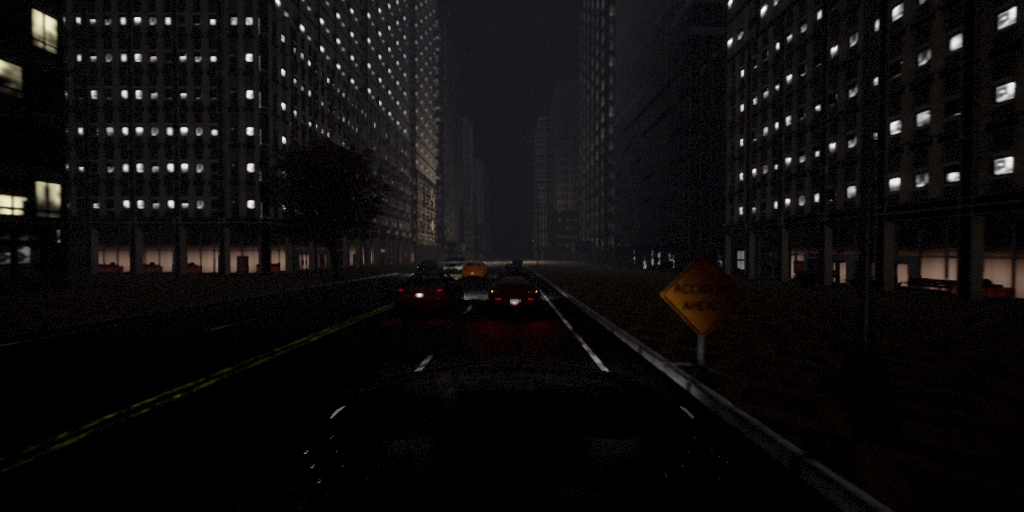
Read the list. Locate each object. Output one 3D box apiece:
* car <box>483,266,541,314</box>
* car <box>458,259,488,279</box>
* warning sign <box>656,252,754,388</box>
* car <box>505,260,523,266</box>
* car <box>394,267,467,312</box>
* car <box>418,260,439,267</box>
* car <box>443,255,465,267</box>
[{"bbox_3d":[0.082,1.270,13.714,1.812,1.442,4.674,0,0,0],"label":"car"},{"bbox_3d":[-3.164,1.213,31.210,1.882,1.535,5.008,0,0,0],"label":"car"},{"bbox_3d":[2.848,0.864,5.426,1.300,1.860,1.060,0,0,0],"label":"warning sign"},{"bbox_3d":[0.083,1.301,29.681,1.994,1.385,4.181,0,0,0],"label":"car"},{"bbox_3d":[-3.163,1.308,14.277,1.994,1.385,4.181,0,0,0],"label":"car"},{"bbox_3d":[-9.850,1.237,42.427,1.837,1.490,4.892,0,0,0],"label":"car"},{"bbox_3d":[-6.602,0.951,42.073,2.150,2.045,5.566,0,0,0],"label":"car"}]
